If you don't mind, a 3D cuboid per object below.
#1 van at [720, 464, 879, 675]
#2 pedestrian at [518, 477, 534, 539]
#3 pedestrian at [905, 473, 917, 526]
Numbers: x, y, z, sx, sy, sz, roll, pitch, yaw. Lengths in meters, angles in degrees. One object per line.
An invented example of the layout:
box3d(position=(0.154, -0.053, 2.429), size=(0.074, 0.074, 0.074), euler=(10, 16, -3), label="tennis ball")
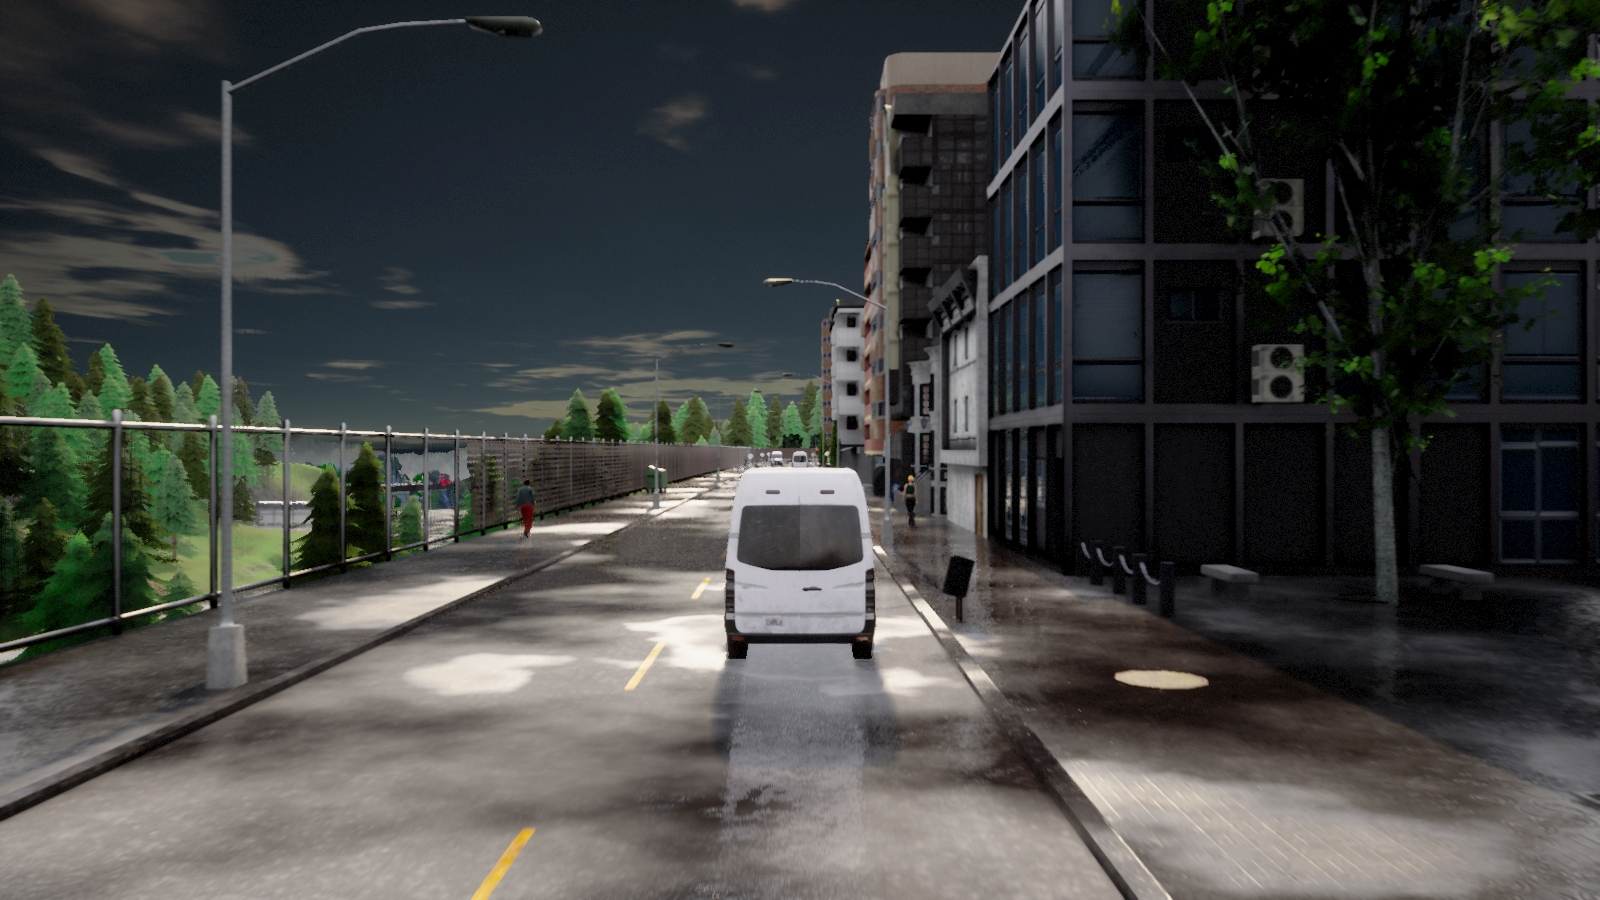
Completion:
box3d(position=(-0.005, 1.534, 17.258), size=(1.988, 2.561, 5.915), euler=(0, 0, 0), label="van")
box3d(position=(-8.302, 1.745, 34.600), size=(0.375, 1.860, 0.375), euler=(0, 0, 1), label="pedestrian")
box3d(position=(3.920, 1.744, 40.343), size=(0.375, 1.860, 0.375), euler=(0, 0, -3), label="pedestrian")
